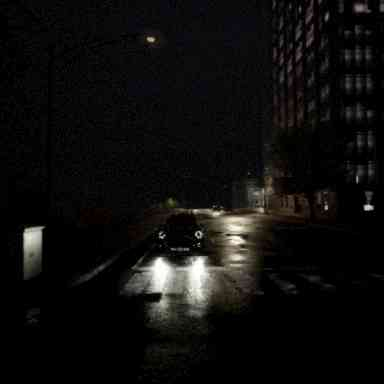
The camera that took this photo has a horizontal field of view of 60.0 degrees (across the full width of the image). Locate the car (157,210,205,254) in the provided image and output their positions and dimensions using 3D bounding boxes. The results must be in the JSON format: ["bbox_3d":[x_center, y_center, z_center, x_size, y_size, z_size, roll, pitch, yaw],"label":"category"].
[{"bbox_3d":[-0.488,1.896,16.207,2.097,1.767,4.553,0,-2,0],"label":"car"}]

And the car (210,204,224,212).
[{"bbox_3d":[6.183,4.376,84.434,2.128,1.511,4.902,0,-2,0],"label":"car"}]

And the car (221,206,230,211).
[{"bbox_3d":[9.444,4.579,94.849,2.033,1.411,5.357,0,-2,0],"label":"car"}]

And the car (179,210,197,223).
[{"bbox_3d":[-0.446,2.933,40.638,2.033,1.411,5.357,0,-2,0],"label":"car"}]

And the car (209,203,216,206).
[{"bbox_3d":[6.193,4.277,94.893,2.150,2.045,5.566,0,-2,0],"label":"car"}]

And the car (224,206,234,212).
[{"bbox_3d":[9.434,4.407,84.847,1.994,1.385,4.181,0,-2,0],"label":"car"}]
